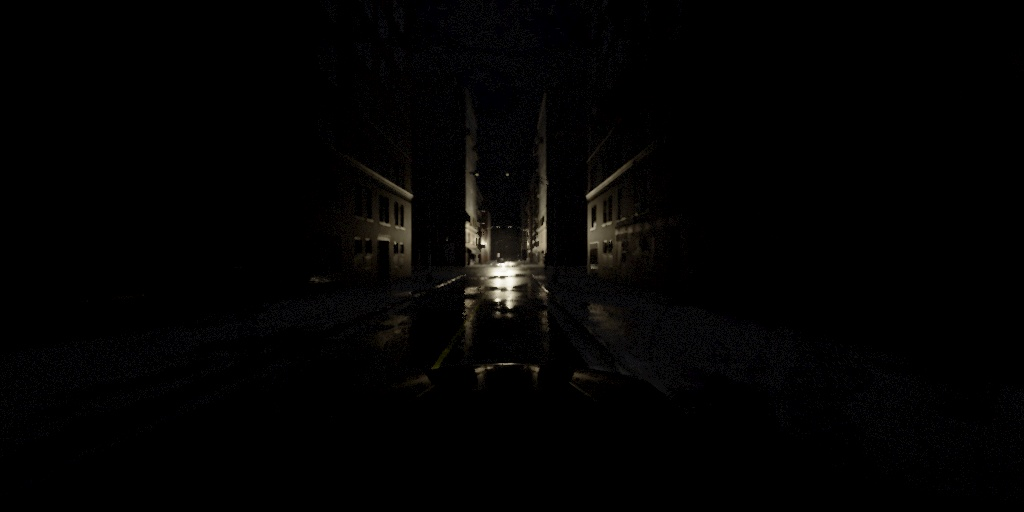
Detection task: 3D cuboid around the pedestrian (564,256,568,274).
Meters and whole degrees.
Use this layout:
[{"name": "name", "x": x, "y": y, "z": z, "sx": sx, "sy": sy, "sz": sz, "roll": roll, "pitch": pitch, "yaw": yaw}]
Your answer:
[{"name": "pedestrian", "x": 5.512, "y": 0.895, "z": 36.903, "sx": 0.375, "sy": 1.860, "sz": 0.375, "roll": 0, "pitch": 0, "yaw": 0}]

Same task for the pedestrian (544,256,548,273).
[{"name": "pedestrian", "x": 3.512, "y": 0.894, "z": 37.503, "sx": 0.375, "sy": 1.860, "sz": 0.375, "roll": 0, "pitch": 0, "yaw": 0}]

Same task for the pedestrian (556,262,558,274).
[{"name": "pedestrian", "x": 4.512, "y": 1.174, "z": 36.304, "sx": 0.375, "sy": 1.300, "sz": 0.375, "roll": 0, "pitch": 0, "yaw": 0}]
